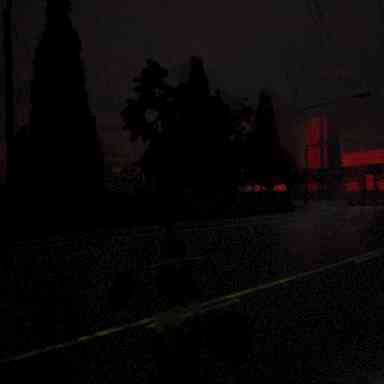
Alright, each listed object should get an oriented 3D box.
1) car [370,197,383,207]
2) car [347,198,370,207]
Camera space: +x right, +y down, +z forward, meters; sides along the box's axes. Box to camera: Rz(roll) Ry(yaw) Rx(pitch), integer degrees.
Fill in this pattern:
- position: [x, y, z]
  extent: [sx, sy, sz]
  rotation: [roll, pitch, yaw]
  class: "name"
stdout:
- position: [29.195, 1.516, 51.942]
  extent: [1.882, 1.535, 5.008]
  rotation: [-1, -1, 9]
  class: "car"
- position: [25.661, 1.611, 51.970]
  extent: [1.812, 1.442, 4.674]
  rotation: [-1, -1, 10]
  class: "car"
